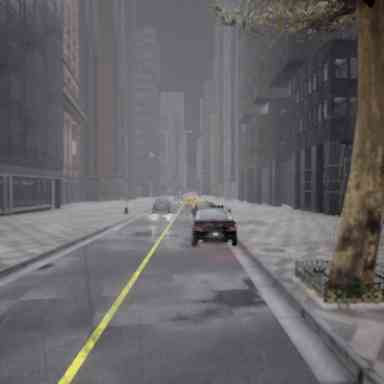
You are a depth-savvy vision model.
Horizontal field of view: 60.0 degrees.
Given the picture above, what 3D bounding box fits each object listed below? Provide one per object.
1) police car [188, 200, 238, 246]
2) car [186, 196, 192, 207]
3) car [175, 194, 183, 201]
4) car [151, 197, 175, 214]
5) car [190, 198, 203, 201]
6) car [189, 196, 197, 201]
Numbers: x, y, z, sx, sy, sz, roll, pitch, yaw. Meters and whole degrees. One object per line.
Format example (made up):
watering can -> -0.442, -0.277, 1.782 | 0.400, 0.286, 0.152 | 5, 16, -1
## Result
police car -> 0.905, 1.396, 15.274 | 1.930, 1.638, 5.238 | 0, 0, 0
car -> 0.020, 1.431, 51.477 | 1.882, 1.535, 5.008 | 0, 0, 0
car -> -2.976, 1.227, 75.219 | 1.994, 1.385, 4.181 | 0, 0, 0
car -> -3.082, 1.461, 34.812 | 1.837, 1.490, 4.892 | 0, 0, 0
car -> 0.909, 1.466, 25.165 | 1.837, 1.490, 4.892 | 0, 0, 0
car -> 0.911, 1.436, 31.166 | 1.882, 1.535, 5.008 | 0, 0, 0
